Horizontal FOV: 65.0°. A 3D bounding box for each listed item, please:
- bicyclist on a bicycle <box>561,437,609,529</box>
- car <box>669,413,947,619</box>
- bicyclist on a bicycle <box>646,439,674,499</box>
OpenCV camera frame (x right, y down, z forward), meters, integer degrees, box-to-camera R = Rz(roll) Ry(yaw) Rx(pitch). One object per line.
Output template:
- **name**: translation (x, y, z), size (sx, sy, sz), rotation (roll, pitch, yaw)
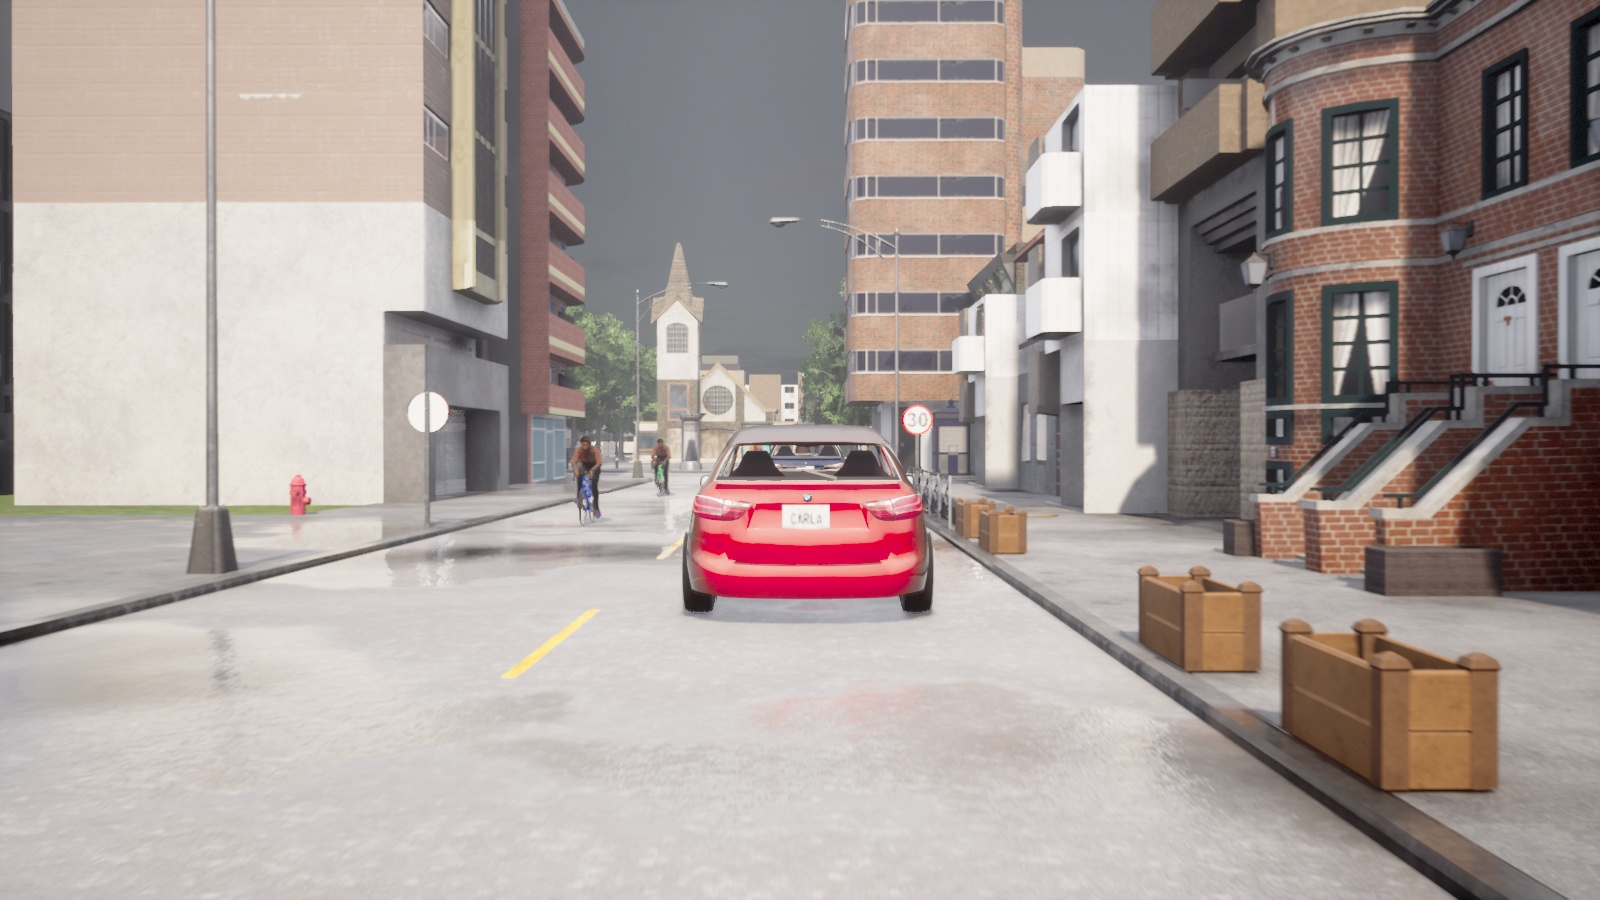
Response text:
- **bicyclist on a bicycle**: translation (-3.885, 0.568, 22.776), size (0.582, 1.620, 1.656), rotation (0, 1, 0)
- **car**: translation (0.073, 0.521, 12.463), size (2.242, 1.667, 4.611), rotation (0, 0, 0)
- **bicyclist on a bicycle**: translation (-3.840, 0.502, 34.543), size (0.582, 1.620, 1.656), rotation (0, 1, 0)
